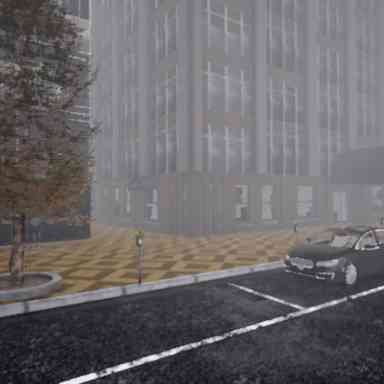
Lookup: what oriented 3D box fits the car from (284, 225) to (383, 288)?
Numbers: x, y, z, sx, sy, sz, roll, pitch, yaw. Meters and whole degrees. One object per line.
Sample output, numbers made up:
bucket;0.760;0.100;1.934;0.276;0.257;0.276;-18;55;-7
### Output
car;4.514;1.671;9.515;4.403;1.369;2.008;1;-1;-34
